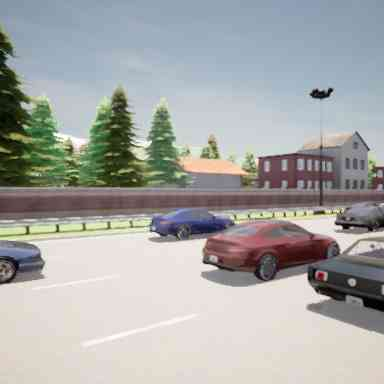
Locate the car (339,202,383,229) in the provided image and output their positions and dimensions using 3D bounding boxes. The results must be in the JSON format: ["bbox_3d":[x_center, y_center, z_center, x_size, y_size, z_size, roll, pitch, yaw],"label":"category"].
[{"bbox_3d":[10.743,1.548,20.005,5.357,1.411,2.033,0,0,-35],"label":"car"}]

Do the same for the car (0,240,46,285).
[{"bbox_3d":[-6.429,1.547,7.758,5.357,1.411,2.033,0,0,-35],"label":"car"}]

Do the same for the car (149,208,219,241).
[{"bbox_3d":[0.108,1.526,16.718,4.674,1.442,1.812,0,0,-36],"label":"car"}]

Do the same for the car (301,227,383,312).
[{"bbox_3d":[4.626,1.601,7.044,4.718,1.301,1.895,0,0,-35],"label":"car"}]

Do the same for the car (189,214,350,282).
[{"bbox_3d":[2.421,1.526,9.771,4.674,1.442,1.812,0,0,-35],"label":"car"}]
